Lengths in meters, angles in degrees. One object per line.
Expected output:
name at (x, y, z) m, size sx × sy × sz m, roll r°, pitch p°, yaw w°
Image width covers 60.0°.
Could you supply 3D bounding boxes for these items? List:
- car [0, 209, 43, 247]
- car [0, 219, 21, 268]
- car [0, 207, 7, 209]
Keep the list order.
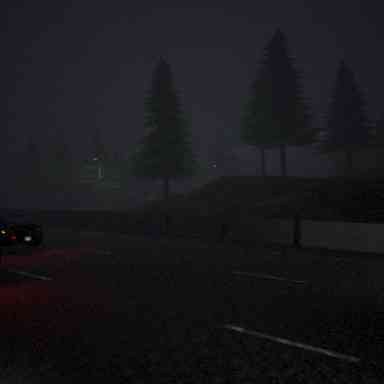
car at (-8.190, 1.621, 14.138) m, size 4.674 × 1.442 × 1.812 m, roll -1°, pitch 0°, yaw 36°
car at (-7.025, 1.555, 9.006) m, size 4.902 × 1.511 × 2.128 m, roll 0°, pitch 0°, yaw 36°
car at (-13.727, 1.710, 22.388) m, size 4.892 × 1.490 × 1.837 m, roll -1°, pitch 0°, yaw 36°
